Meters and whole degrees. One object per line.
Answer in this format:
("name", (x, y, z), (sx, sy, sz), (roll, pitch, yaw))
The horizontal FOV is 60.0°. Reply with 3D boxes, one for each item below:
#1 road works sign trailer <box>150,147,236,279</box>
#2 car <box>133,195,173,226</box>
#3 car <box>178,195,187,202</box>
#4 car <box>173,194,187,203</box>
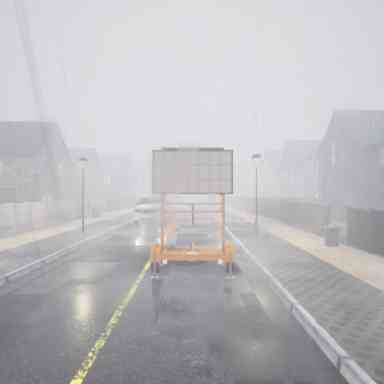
("road works sign trailer", (0.027, 0.466, 10.071), (2.380, 3.560, 2.880), (0, 0, 1))
("car", (-2.798, 1.245, 24.168), (2.150, 2.045, 5.566), (0, 0, 0))
("car", (-2.554, 1.754, 90.093), (2.097, 1.767, 4.553), (0, -1, 0))
("car", (-2.638, 1.460, 65.163), (2.150, 2.045, 5.566), (0, 0, 1))
